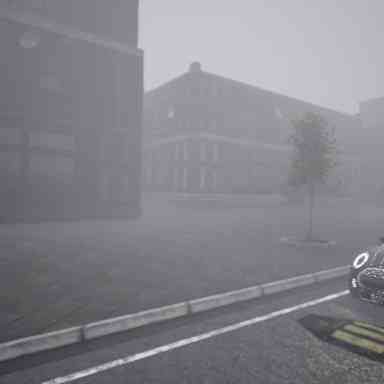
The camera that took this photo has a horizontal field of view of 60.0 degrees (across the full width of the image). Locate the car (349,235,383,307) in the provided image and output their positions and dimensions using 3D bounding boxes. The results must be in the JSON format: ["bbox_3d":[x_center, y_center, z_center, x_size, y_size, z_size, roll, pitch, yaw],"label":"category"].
[{"bbox_3d":[5.441,1.412,7.255,4.553,1.767,2.097,1,0,-35],"label":"car"}]
